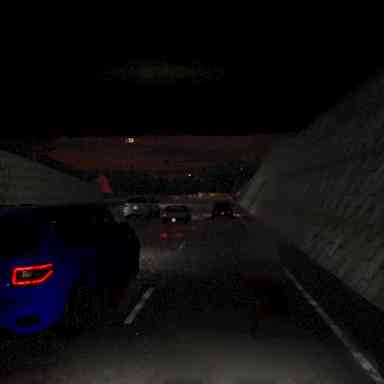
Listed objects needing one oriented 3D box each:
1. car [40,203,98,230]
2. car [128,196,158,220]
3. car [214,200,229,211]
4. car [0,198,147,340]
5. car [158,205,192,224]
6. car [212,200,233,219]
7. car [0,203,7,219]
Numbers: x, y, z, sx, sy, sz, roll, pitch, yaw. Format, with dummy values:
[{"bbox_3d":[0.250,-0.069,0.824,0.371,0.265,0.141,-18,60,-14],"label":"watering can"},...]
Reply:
[{"bbox_3d":[-8.355,1.614,23.122,1.837,1.490,4.892,0,0,5],"label":"car"},{"bbox_3d":[-4.320,1.333,29.432,2.150,2.045,5.566,0,0,5],"label":"car"},{"bbox_3d":[3.839,1.722,43.129,1.895,1.301,4.718,0,0,5],"label":"car"},{"bbox_3d":[-2.688,1.256,6.901,2.150,2.045,5.566,0,0,5],"label":"car"},{"bbox_3d":[-1.100,1.688,25.898,1.895,1.301,4.718,0,0,5],"label":"car"},{"bbox_3d":[2.741,1.610,29.966,1.812,1.442,4.674,0,0,5],"label":"car"},{"bbox_3d":[-18.628,1.717,28.708,2.033,1.411,5.357,0,0,5],"label":"car"}]
